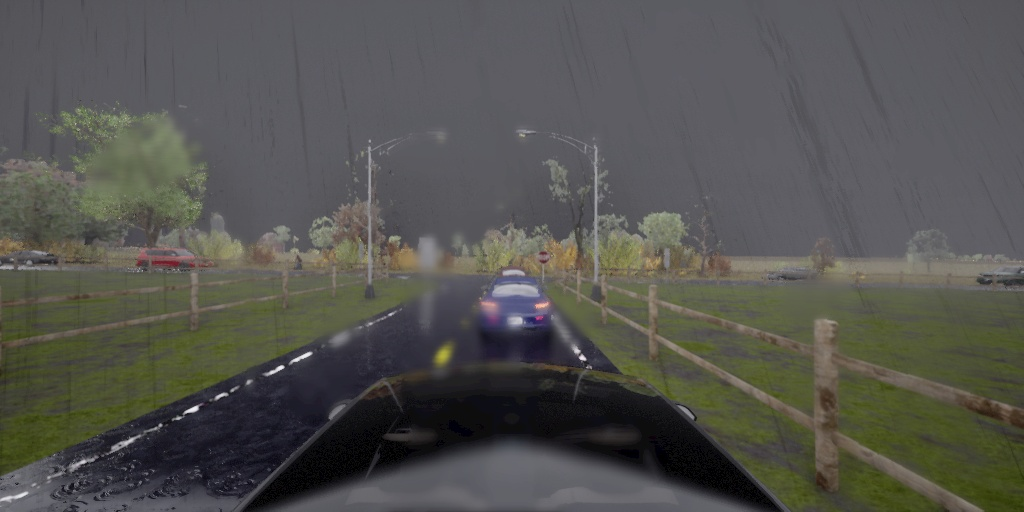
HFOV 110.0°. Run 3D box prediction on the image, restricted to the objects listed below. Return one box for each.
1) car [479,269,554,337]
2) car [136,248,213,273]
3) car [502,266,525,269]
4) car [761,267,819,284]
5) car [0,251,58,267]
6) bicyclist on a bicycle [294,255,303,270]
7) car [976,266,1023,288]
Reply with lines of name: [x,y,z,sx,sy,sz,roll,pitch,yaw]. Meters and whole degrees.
car: [0.102,1.274,10.165,1.812,1.442,4.674,0,0,0]
car: [-29.982,0.367,31.974,5.566,2.045,2.150,1,1,0]
car: [0.056,1.273,19.301,1.812,1.442,4.674,0,0,-1]
car: [27.013,1.827,34.913,4.902,1.511,2.128,1,1,0]
car: [-47.099,0.243,34.882,4.892,1.490,1.837,1,1,0]
bicyclist on a bicycle: [-22.619,0.702,37.960,0.582,1.620,1.656,1,0,0]
car: [48.838,2.004,34.810,5.566,2.045,2.150,1,1,0]
